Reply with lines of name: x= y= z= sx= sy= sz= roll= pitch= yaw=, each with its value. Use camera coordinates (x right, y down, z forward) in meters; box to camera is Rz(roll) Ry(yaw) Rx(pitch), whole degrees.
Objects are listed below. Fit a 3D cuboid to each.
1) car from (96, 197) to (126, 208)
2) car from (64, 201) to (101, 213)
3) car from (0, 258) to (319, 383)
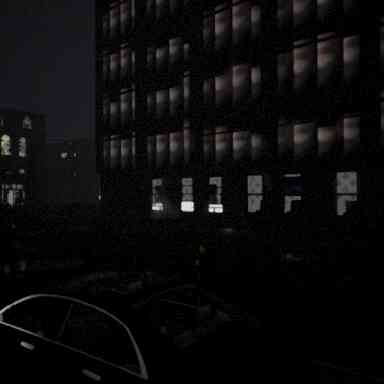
car: x=-12.406 y=1.617 z=51.201 sx=1.967 sy=1.590 sz=4.097 roll=-1 pitch=-1 yaw=36
car: x=-12.191 y=1.662 z=37.295 sx=1.802 sy=1.307 sz=4.206 roll=-1 pitch=-1 yaw=36
car: x=-0.981 y=1.549 z=3.579 sx=4.403 sy=1.369 sz=2.008 roll=0 pitch=0 yaw=35
